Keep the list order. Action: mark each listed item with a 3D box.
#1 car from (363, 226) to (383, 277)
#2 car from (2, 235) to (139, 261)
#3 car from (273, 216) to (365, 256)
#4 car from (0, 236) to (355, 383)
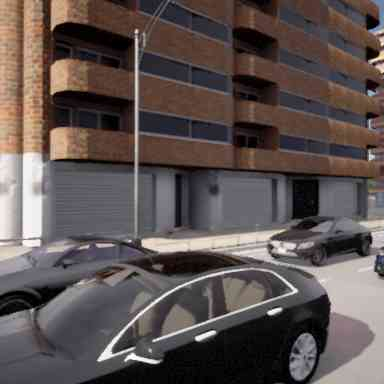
[{"bbox_3d":[6.794,1.623,9.082,4.181,1.385,1.994,0,0,-36],"label":"car"},{"bbox_3d":[-2.326,1.597,6.651,4.181,1.385,1.994,0,0,-37],"label":"car"},{"bbox_3d":[4.693,1.597,11.872,4.674,1.442,1.812,0,0,-37],"label":"car"},{"bbox_3d":[-0.348,1.525,3.761,4.892,1.490,1.837,0,0,-37],"label":"car"}]
